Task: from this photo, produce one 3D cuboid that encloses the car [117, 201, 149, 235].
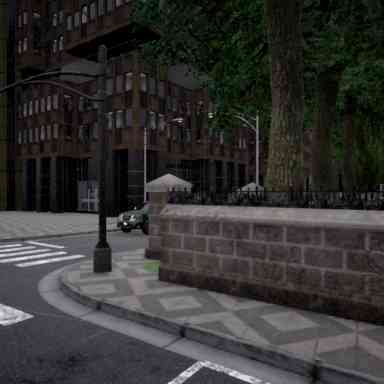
[{"bbox_3d":[-2.364,1.583,22.003,2.150,2.045,5.566,0,-1,35],"label":"car"}]
